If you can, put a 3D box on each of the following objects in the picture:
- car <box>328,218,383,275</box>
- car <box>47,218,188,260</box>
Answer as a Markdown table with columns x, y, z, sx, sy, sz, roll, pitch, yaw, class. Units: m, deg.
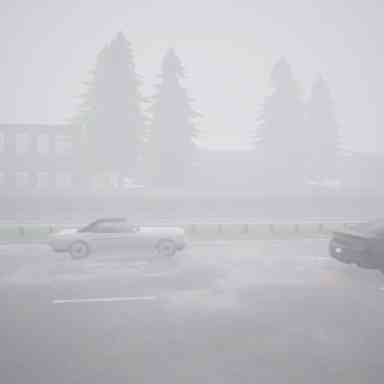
| x | y | z | sx | sy | sz | roll | pitch | yaw | class |
| --- | --- | --- | --- | --- | --- | --- | --- | --- | --- |
| 6.567 | 1.487 | 9.701 | 5.008 | 1.535 | 1.882 | 0 | 0 | -7 | car |
| -2.511 | 1.608 | 12.049 | 4.718 | 1.301 | 1.895 | 0 | 0 | -7 | car |
